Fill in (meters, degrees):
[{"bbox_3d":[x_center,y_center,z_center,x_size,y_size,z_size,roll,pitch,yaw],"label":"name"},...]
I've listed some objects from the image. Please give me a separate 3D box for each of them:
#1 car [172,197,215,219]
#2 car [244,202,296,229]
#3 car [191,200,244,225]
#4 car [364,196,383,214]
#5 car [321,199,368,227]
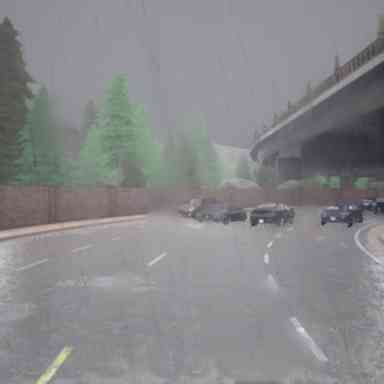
[{"bbox_3d":[0.459,1.245,26.751,2.097,1.767,4.553,0,0,37],"label":"car"},{"bbox_3d":[5.302,1.419,21.381,1.837,1.490,4.892,-1,0,32],"label":"car"},{"bbox_3d":[2.105,1.471,23.083,1.994,1.385,4.181,0,0,34],"label":"car"},{"bbox_3d":[18.612,1.222,32.880,4.553,1.767,2.097,0,0,-27],"label":"car"},{"bbox_3d":[9.968,1.438,21.986,1.812,1.442,4.674,0,0,38],"label":"car"}]
